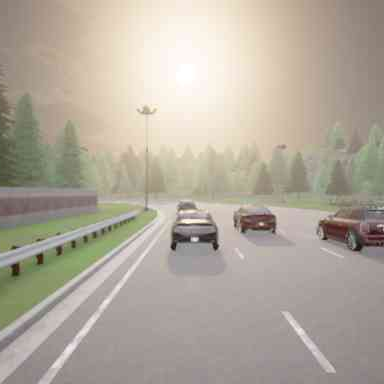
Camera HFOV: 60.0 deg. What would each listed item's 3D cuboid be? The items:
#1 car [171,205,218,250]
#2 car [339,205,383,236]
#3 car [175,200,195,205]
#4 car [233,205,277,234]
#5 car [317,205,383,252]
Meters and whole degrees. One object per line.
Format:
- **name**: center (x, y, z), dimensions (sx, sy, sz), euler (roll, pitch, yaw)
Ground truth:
- **car**: center (0.099, 1.520, 14.576), dimensions (2.128, 1.511, 4.902), euler (0, 0, 0)
- **car**: center (10.598, 1.564, 19.553), dimensions (1.812, 1.442, 4.674), euler (0, 0, 0)
- **car**: center (-0.715, 1.575, 35.590), dimensions (1.837, 1.490, 4.892), euler (1, 0, -8)
- **car**: center (3.596, 1.516, 19.730), dimensions (1.882, 1.535, 5.008), euler (0, 0, 0)
- **car**: center (7.100, 1.380, 14.227), dimensions (2.097, 1.767, 4.553), euler (0, 0, 0)
